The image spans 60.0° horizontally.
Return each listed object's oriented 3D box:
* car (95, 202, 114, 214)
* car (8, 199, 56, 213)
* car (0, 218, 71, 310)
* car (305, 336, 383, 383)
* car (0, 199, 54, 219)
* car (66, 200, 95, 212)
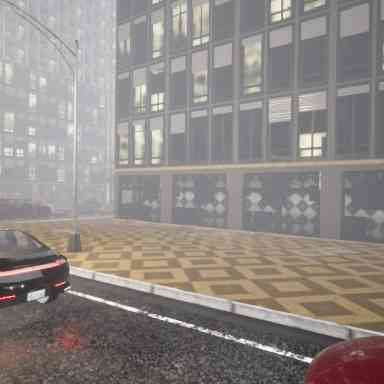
[{"bbox_3d":[-8.751,1.828,39.672,1.752,1.417,4.829,1,0,36],"label":"car"},{"bbox_3d":[-19.046,1.641,39.817,1.752,1.417,4.829,1,0,36],"label":"car"},{"bbox_3d":[-4.550,1.488,6.902,4.902,1.511,2.128,0,0,35],"label":"car"},{"bbox_3d":[2.937,1.526,1.602,4.674,1.442,1.812,0,0,35],"label":"car"},{"bbox_3d":[-15.532,1.518,30.448,2.192,1.841,5.009,1,0,36],"label":"car"},{"bbox_3d":[-13.813,1.729,42.551,1.812,1.442,4.674,1,0,36],"label":"car"}]
